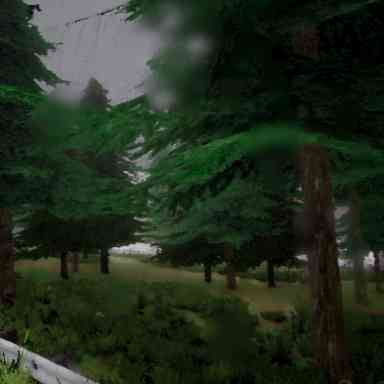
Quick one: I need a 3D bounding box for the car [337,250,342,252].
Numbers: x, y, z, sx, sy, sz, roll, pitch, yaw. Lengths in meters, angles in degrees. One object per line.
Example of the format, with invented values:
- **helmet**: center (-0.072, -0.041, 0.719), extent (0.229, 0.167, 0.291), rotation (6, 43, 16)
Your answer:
- **car**: center (18.990, 8.267, 44.227), extent (4.718, 1.301, 1.895), rotation (-6, -2, 42)
